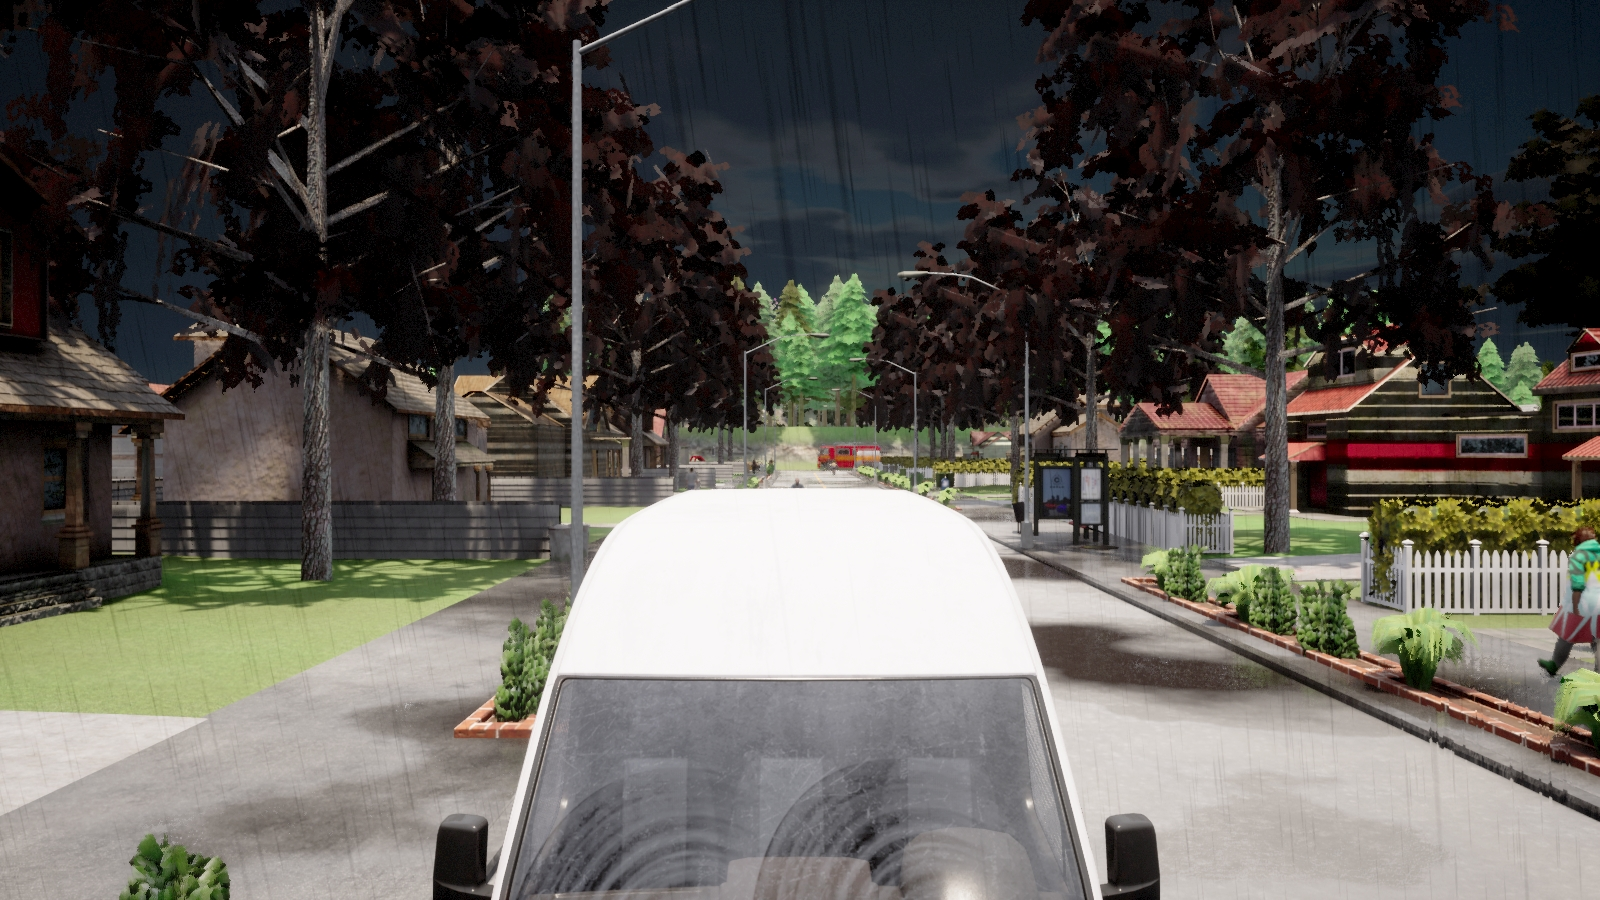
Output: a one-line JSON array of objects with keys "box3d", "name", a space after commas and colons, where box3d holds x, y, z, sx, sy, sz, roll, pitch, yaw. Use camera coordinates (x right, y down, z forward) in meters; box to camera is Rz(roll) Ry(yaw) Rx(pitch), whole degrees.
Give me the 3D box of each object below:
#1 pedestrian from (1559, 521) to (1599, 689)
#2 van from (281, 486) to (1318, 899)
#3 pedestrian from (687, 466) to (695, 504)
[{"box3d": [8.931, 1.744, 12.966, 0.375, 1.860, 0.375, 0, 0, -2], "name": "pedestrian"}, {"box3d": [-0.006, 1.534, 5.149, 1.988, 2.561, 5.915, 0, 0, 0], "name": "van"}, {"box3d": [-5.393, 1.743, 56.571, 0.375, 1.860, 0.375, 0, 0, -1], "name": "pedestrian"}]
